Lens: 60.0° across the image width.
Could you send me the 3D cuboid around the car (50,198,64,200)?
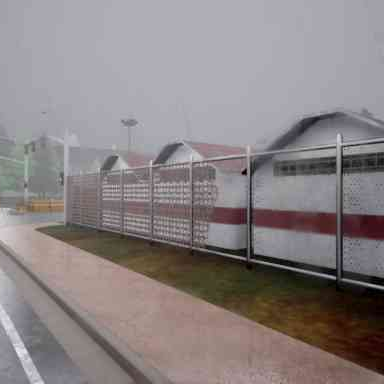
[{"bbox_3d":[-17.244,1.503,42.245,4.892,1.490,1.837,0,0,-39],"label":"car"}]
